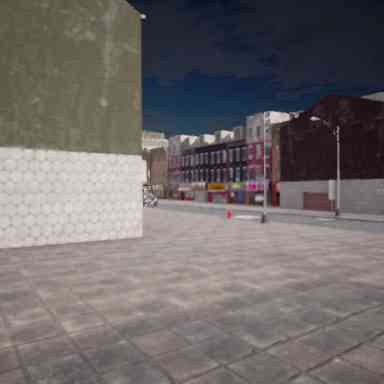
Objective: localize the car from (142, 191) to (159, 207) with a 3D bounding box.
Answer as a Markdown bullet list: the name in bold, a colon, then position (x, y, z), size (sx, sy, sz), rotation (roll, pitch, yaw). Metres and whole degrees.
- **car**: position (-6.447, 0.860, 43.255), size (2.150, 2.045, 5.566), rotation (-1, 1, -35)
